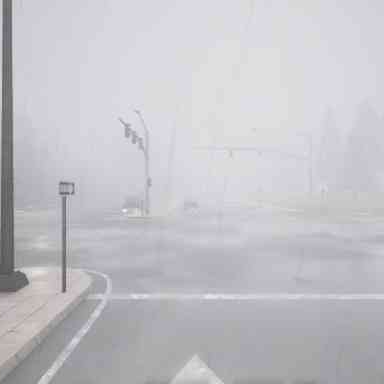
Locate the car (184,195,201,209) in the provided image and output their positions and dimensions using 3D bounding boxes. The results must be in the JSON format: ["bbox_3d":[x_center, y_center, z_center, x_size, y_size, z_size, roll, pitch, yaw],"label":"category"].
[{"bbox_3d":[-0.153,1.526,44.823,1.812,1.442,4.674,0,0,-1],"label":"car"}]

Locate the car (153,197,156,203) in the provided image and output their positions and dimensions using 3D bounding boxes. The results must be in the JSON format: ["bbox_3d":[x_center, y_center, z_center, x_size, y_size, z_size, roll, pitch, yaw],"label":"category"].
[{"bbox_3d":[-8.545,1.595,69.367,1.895,1.301,4.718,0,0,-1],"label":"car"}]

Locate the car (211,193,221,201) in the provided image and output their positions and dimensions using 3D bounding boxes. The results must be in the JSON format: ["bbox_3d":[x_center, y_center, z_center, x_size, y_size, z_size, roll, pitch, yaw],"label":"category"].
[{"bbox_3d":[6.193,1.225,85.939,2.150,2.045,5.566,0,0,-1],"label":"car"}]

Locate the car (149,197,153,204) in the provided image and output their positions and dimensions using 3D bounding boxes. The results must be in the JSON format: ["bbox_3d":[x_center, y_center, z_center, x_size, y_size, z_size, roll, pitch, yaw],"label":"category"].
[{"bbox_3d":[-8.434,1.503,57.399,1.837,1.490,4.892,0,1,-1],"label":"car"}]

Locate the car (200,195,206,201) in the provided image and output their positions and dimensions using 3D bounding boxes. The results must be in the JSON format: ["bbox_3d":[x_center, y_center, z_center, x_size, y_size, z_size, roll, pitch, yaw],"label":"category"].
[{"bbox_3d":[2.693,1.524,85.929,1.812,1.442,4.674,0,0,-1],"label":"car"}]

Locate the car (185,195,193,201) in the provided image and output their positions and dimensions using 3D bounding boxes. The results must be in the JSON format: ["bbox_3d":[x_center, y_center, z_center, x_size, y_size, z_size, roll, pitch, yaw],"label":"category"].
[{"bbox_3d":[-0.806,1.500,85.866,1.837,1.490,4.892,0,0,-1],"label":"car"}]

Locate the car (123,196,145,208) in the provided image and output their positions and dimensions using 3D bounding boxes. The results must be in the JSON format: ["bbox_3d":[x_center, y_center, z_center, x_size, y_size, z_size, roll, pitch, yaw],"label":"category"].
[{"bbox_3d":[-8.282,1.352,46.767,2.097,1.767,4.553,0,0,-1],"label":"car"}]
